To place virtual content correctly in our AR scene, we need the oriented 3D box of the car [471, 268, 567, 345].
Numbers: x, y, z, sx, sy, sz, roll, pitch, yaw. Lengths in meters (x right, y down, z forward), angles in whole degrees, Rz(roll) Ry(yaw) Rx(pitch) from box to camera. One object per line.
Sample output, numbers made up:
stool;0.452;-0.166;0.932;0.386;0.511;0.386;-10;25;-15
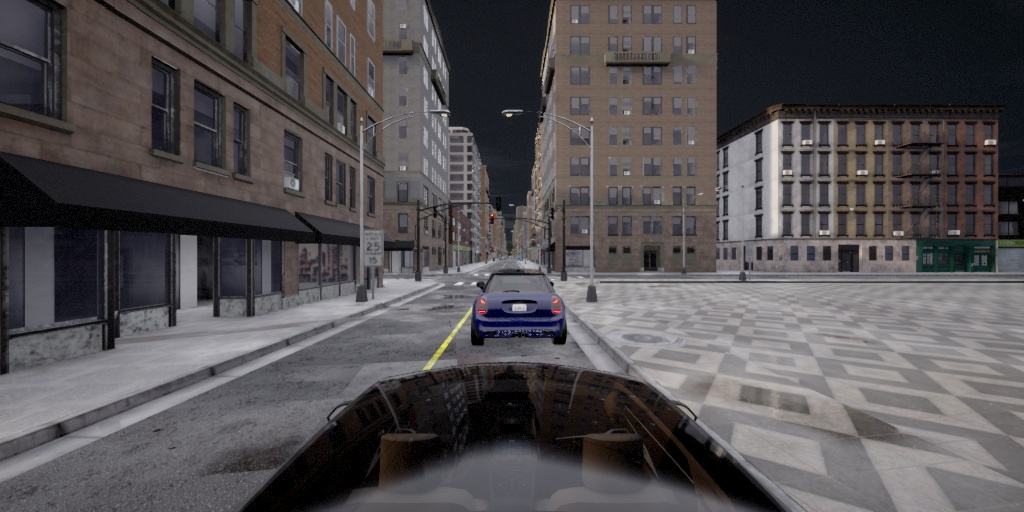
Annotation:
car;0.102;1.102;9.640;2.097;1.767;4.553;0;0;-1
